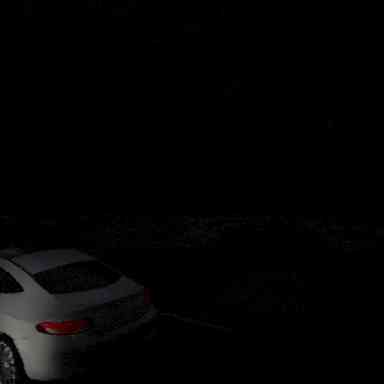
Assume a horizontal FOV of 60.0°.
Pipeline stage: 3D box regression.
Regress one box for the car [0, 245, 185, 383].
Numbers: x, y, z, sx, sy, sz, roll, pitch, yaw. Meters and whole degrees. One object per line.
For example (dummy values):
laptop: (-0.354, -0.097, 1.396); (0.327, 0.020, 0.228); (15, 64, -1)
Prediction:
car: (-2.624, 1.574, 5.191); (4.674, 1.452, 2.002); (-1, 0, 36)
